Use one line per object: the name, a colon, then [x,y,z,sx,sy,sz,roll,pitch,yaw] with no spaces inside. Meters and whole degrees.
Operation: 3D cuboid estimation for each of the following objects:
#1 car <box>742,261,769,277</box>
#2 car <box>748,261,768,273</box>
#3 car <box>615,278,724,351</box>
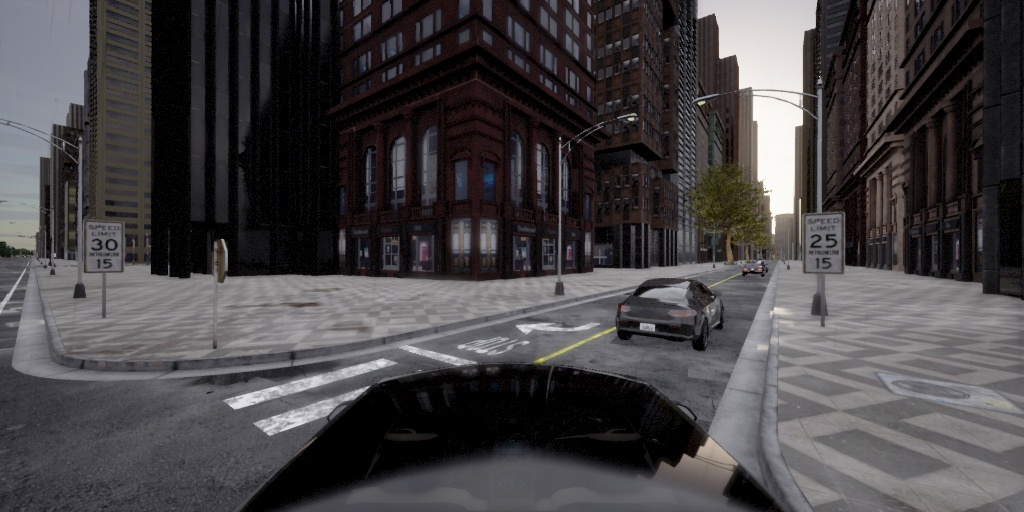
car: [24.535,1.327,36.332,2.033,1.411,5.357,0,0,37]
car: [30.764,1.327,44.752,1.812,1.442,4.674,0,0,37]
car: [4.126,1.279,9.120,1.812,1.442,4.674,0,0,37]
